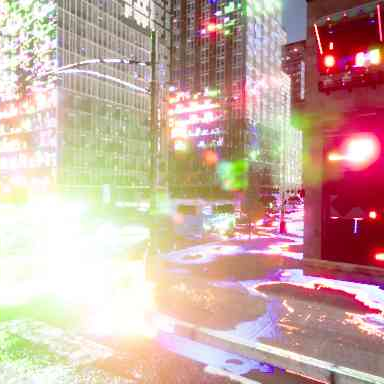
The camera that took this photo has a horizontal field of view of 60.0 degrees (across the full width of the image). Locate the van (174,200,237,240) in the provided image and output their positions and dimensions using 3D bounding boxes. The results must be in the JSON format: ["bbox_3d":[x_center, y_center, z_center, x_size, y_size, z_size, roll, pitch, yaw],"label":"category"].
[{"bbox_3d":[0.787,1.368,17.017,1.690,1.788,3.998,1,1,35],"label":"van"}]

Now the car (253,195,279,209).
[{"bbox_3d":[9.898,1.293,44.448,1.967,1.590,4.097,1,1,35],"label":"car"}]

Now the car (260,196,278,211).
[{"bbox_3d":[7.656,1.381,36.766,1.882,1.535,5.008,1,1,35],"label":"car"}]

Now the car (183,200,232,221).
[{"bbox_3d":[1.410,1.448,27.941,1.812,1.442,4.674,1,1,35],"label":"car"}]

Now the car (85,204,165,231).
[{"bbox_3d":[-3.844,1.540,20.505,1.895,1.301,4.718,1,1,35],"label":"car"}]

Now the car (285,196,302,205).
[{"bbox_3d":[16.184,1.364,53.349,1.752,1.417,4.829,1,1,35],"label":"car"}]

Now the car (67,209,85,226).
[{"bbox_3d":[-6.061,1.466,21.854,1.947,1.339,4.313,1,1,35],"label":"car"}]

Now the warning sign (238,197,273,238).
[{"bbox_3d":[3.071,1.177,16.130,1.300,1.860,1.060,1,1,35],"label":"warning sign"}]
